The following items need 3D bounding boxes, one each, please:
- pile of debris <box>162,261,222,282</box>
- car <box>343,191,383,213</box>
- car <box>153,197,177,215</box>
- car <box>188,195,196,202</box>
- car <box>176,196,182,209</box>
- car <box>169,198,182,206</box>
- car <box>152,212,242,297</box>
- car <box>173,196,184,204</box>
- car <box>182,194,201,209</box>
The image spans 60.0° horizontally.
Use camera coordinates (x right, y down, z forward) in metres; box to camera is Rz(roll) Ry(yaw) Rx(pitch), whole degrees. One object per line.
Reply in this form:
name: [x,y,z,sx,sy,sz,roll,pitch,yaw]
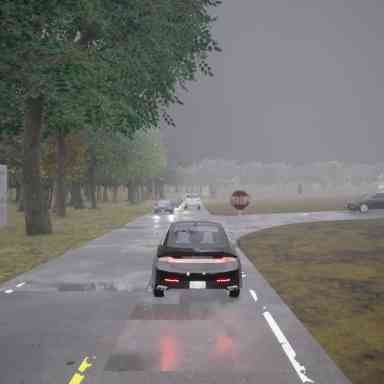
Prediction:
pile of debris: [-0.002,2.176,9.204,1.500,0.140,1.860,0,0,0]
car: [14.204,0.723,25.522,4.892,1.490,1.837,-3,1,1]
car: [-2.854,1.542,34.862,1.812,1.442,4.674,0,0,0]
car: [-0.018,1.554,80.391,1.882,1.535,5.008,0,0,0]
car: [-2.843,1.538,47.108,1.837,1.490,4.892,0,0,0]
car: [-2.803,1.652,57.783,1.895,1.301,4.718,0,0,1]
car: [0.092,1.490,8.534,2.128,1.511,4.902,0,0,0]
car: [-2.774,1.616,68.197,2.033,1.411,5.357,0,0,0]
car: [0.052,1.254,47.056,2.150,2.045,5.566,0,0,1]
